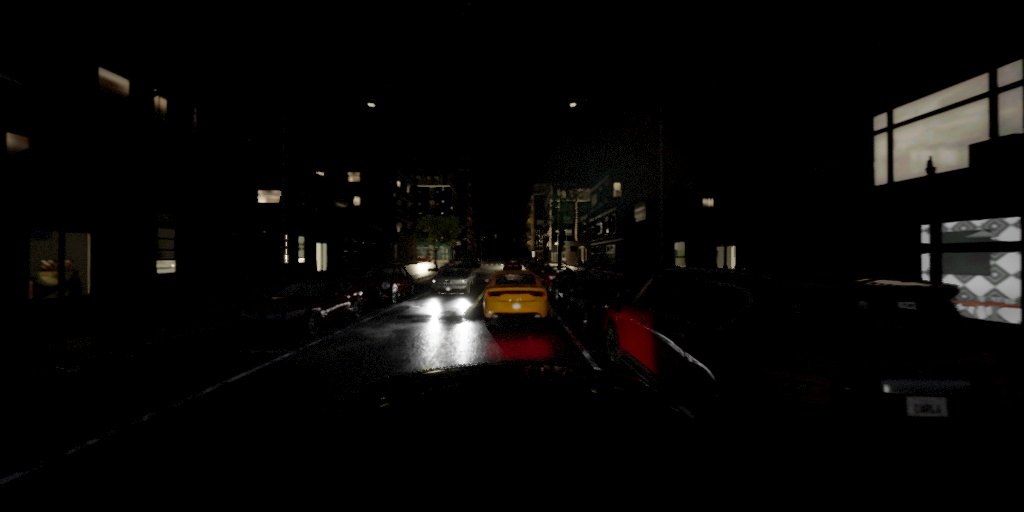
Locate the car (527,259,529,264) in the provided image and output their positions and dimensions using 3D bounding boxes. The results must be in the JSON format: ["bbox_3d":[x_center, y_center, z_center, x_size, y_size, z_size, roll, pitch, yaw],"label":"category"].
[{"bbox_3d":[2.784,1.209,40.474,2.007,1.370,4.403,0,0,0],"label":"car"}]

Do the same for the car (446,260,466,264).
[{"bbox_3d":[-5.765,1.197,33.864,1.751,1.417,4.829,0,0,0],"label":"car"}]

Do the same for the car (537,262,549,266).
[{"bbox_3d":[2.695,1.248,21.017,1.888,1.381,4.507,0,0,0],"label":"car"}]

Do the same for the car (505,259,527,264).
[{"bbox_3d":[0.093,1.158,36.770,2.128,1.511,4.902,0,0,0],"label":"car"}]

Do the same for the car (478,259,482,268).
[{"bbox_3d":[-5.830,1.065,55.918,1.967,1.591,4.097,0,0,0],"label":"car"}]

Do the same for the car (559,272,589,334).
[{"bbox_3d":[2.690,1.295,10.257,1.948,1.339,4.313,0,0,0],"label":"car"}]

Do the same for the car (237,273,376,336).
[{"bbox_3d":[-5.691,1.311,10.257,1.802,1.307,4.207,0,0,0],"label":"car"}]

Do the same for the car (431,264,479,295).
[{"bbox_3d":[-3.103,1.307,19.699,1.895,1.301,4.718,0,0,0],"label":"car"}]

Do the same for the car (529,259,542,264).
[{"bbox_3d":[2.746,1.202,32.253,1.751,1.417,4.829,0,0,0],"label":"car"}]

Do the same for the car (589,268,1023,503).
[{"bbox_3d":[2.691,1.057,4.724,2.192,1.841,5.009,0,0,0],"label":"car"}]

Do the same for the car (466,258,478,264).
[{"bbox_3d":[-5.821,1.198,45.099,2.007,1.370,4.403,0,0,0],"label":"car"}]

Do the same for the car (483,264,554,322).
[{"bbox_3d":[0.085,1.202,12.149,1.882,1.535,5.008,0,0,-1],"label":"car"}]

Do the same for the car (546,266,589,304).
[{"bbox_3d":[2.688,1.281,15.790,1.948,1.339,4.313,0,0,0],"label":"car"}]

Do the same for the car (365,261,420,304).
[{"bbox_3d":[-5.691,1.155,15.790,1.967,1.591,4.097,0,0,0],"label":"car"}]
